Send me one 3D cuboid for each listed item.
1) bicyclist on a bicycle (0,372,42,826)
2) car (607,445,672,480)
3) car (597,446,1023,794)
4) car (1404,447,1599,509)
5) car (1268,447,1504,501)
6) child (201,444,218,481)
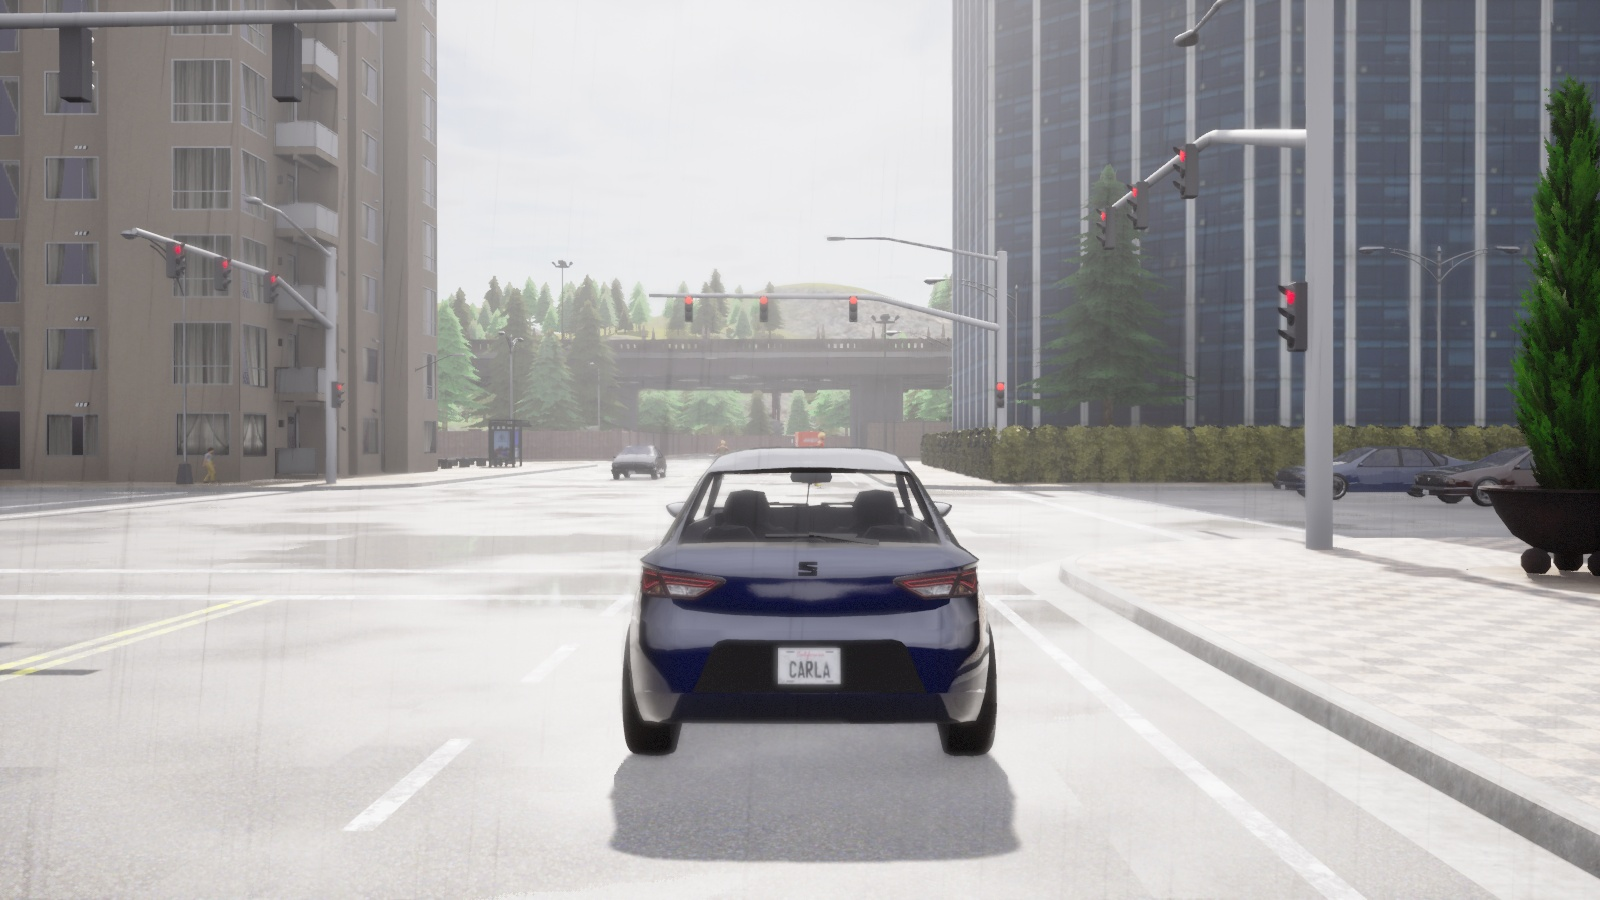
[{"bbox_3d":[-3.463,0.590,4.253,0.659,1.776,1.843,0,1,0],"label":"bicyclist on a bicycle"},{"bbox_3d":[-6.708,0.490,52.943,2.033,1.411,5.357,0,0,0],"label":"car"},{"bbox_3d":[0.054,0.718,7.450,1.816,1.474,4.193,0,0,0],"label":"car"},{"bbox_3d":[17.599,0.639,29.991,5.357,1.411,2.033,0,0,0],"label":"car"},{"bbox_3d":[15.528,0.617,33.483,5.357,1.411,2.033,0,0,0],"label":"car"},{"bbox_3d":[-19.971,0.429,42.483,0.437,1.263,0.270,0,0,-7],"label":"child"}]
